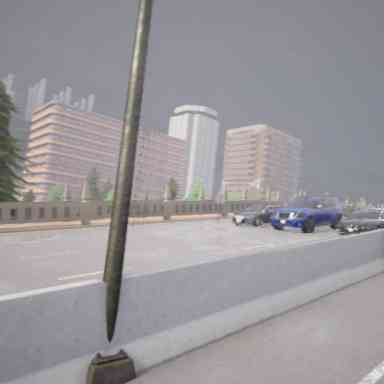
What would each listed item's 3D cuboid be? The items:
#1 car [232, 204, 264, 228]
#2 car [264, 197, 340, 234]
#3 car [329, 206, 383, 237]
[{"bbox_3d":[4.823,1.569,22.845,4.902,1.511,2.128,1,0,-41],"label":"car"},{"bbox_3d":[7.098,1.319,20.184,5.566,2.045,2.150,1,0,-41],"label":"car"},{"bbox_3d":[9.454,1.620,17.597,4.892,1.490,1.837,1,0,-41],"label":"car"}]
